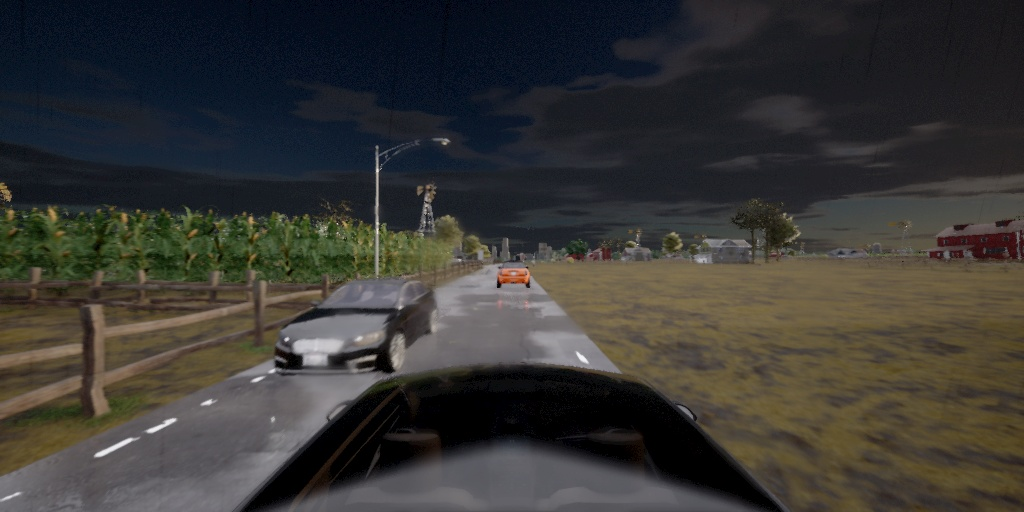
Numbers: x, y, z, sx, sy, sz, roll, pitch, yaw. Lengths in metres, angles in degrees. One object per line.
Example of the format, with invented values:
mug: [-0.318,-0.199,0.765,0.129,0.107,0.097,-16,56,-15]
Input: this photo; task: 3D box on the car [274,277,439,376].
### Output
car: [-2.843,1.242,7.637,2.128,1.511,4.902,0,0,0]

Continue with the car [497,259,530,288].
car: [0.097,1.098,24.110,2.097,1.767,4.553,0,0,0]
